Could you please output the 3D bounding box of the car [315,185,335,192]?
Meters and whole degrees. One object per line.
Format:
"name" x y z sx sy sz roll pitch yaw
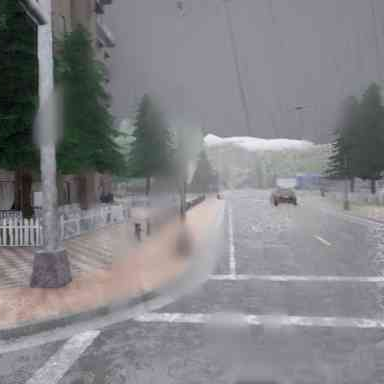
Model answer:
"car" 26.648 -0.632 66.667 1.845 1.501 3.633 -1 1 7

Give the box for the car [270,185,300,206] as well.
"car" 9.110 0.421 33.498 2.097 1.767 4.553 -1 1 6

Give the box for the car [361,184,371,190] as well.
"car" 43.681 -1.365 83.176 1.845 1.501 3.633 -1 1 7
